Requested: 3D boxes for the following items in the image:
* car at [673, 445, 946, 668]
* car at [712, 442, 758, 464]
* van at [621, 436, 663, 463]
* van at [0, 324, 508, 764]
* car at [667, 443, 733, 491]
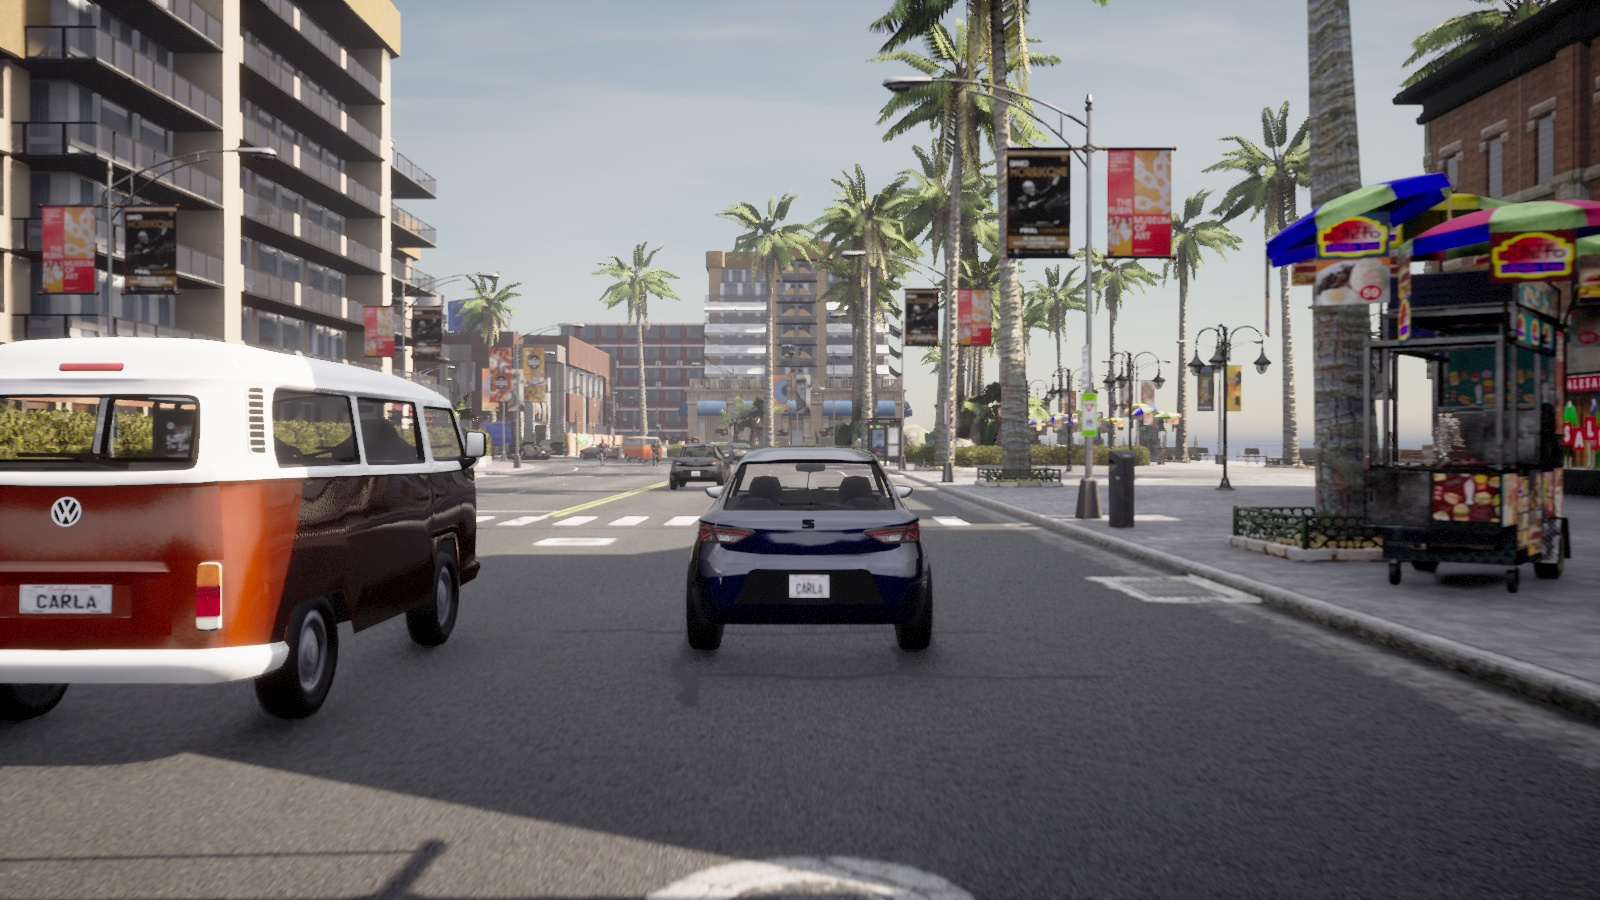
[{"bbox_3d":[0.075,0.701,10.453,1.816,1.474,4.193,0,0,0],"label":"car"},{"bbox_3d":[-4.632,0.192,88.278,2.007,1.525,4.514,0,0,-20],"label":"car"},{"bbox_3d":[-12.146,-0.053,96.283,1.775,1.987,4.442,0,0,-28],"label":"van"},{"bbox_3d":[-3.439,0.422,8.060,2.069,2.038,4.480,0,0,0],"label":"van"},{"bbox_3d":[-3.249,0.524,41.424,1.816,1.474,4.193,0,0,0],"label":"car"}]
